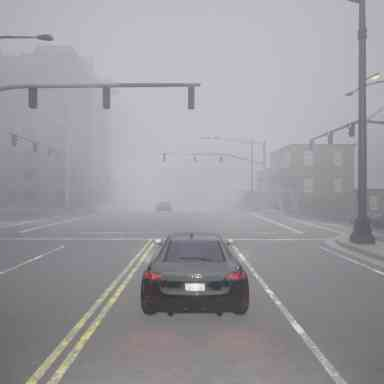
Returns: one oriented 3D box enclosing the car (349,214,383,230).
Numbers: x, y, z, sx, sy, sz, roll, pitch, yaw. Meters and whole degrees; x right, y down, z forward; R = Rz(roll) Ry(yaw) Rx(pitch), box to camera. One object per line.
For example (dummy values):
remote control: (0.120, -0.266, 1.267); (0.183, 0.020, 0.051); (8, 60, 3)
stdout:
car: (15.782, 2.564, 27.725); (4.892, 1.490, 1.837); (9, 0, 0)

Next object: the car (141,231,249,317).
car: (0.055, 1.564, 7.576); (1.994, 1.385, 4.181); (0, 0, 0)

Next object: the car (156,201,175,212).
car: (-3.717, 2.016, 44.545); (1.837, 1.490, 4.892); (0, -5, 0)

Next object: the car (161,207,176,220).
car: (-3.741, 3.558, 54.341); (2.033, 1.411, 5.357); (0, -12, 0)
